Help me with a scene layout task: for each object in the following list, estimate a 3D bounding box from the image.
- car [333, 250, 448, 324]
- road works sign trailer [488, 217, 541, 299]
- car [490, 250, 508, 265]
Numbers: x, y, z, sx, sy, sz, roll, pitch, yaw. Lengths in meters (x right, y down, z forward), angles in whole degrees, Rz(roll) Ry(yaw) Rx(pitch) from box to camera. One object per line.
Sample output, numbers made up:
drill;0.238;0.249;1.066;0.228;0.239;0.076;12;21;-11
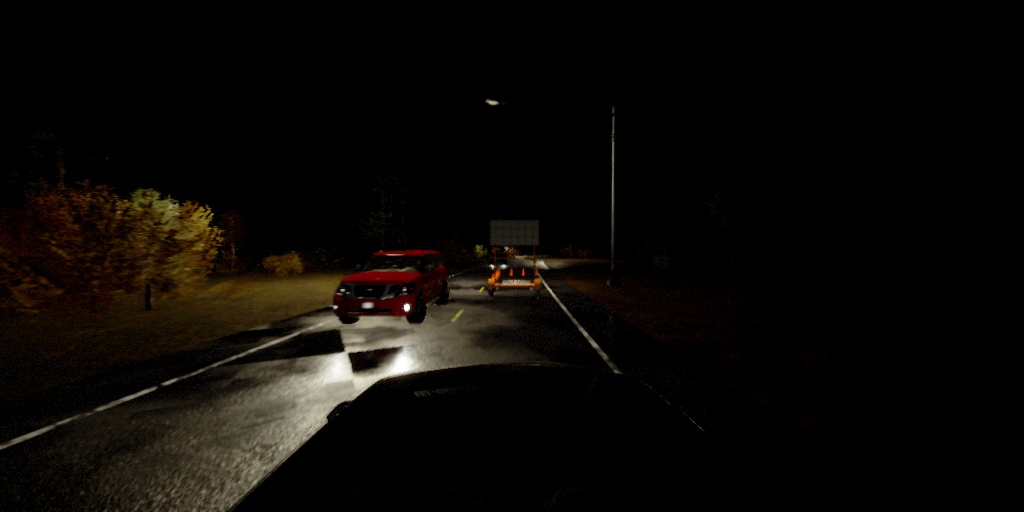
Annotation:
car;-3.520;0.820;11.605;2.150;2.045;5.566;0;1;1
road works sign trailer;0.125;-0.006;16.562;2.380;3.560;2.880;0;0;1
car;-1.895;0.188;53.869;2.150;2.045;5.566;0;1;4
